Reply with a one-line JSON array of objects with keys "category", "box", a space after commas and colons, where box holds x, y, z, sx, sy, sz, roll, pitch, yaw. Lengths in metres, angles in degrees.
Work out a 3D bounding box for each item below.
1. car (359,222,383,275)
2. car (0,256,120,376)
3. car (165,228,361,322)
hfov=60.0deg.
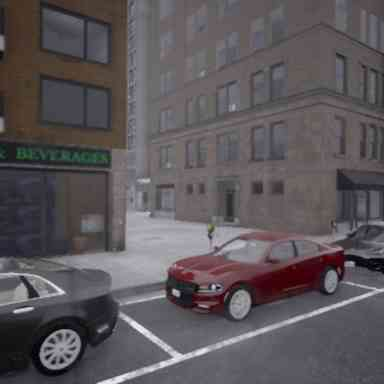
[{"category": "car", "box": [6.173, 1.652, 10.592, 4.313, 1.339, 1.947, 1, 0, -36]}, {"category": "car", "box": [-3.078, 1.549, 3.991, 4.403, 1.369, 2.008, 1, 0, -36]}, {"category": "car", "box": [1.548, 1.587, 7.292, 4.507, 1.381, 1.887, 1, 0, -36]}]
